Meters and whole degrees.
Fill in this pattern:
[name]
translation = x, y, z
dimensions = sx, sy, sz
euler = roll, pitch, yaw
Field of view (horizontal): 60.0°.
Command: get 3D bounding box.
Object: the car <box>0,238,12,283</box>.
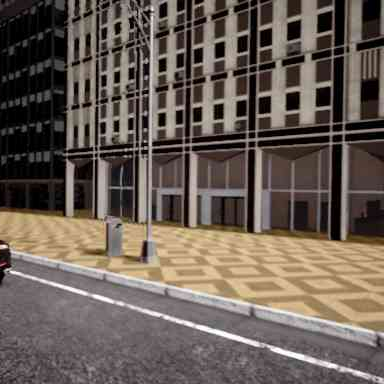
[car]
translation = -6.280, 1.407, 8.106
dimensions = 4.902, 1.511, 2.128
euler = 0, 0, 36
